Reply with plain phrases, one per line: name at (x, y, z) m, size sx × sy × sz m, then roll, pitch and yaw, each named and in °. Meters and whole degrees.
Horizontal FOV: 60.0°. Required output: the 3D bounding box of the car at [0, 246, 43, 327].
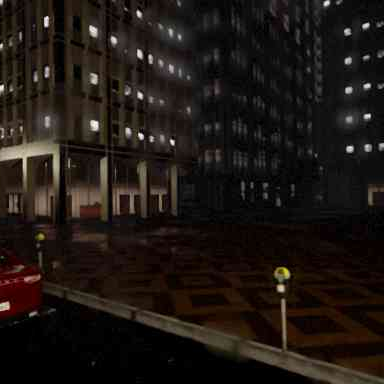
car at (-4.552, 1.521, 6.099) m, size 4.507 × 1.381 × 1.887 m, roll 0°, pitch -1°, yaw 36°
